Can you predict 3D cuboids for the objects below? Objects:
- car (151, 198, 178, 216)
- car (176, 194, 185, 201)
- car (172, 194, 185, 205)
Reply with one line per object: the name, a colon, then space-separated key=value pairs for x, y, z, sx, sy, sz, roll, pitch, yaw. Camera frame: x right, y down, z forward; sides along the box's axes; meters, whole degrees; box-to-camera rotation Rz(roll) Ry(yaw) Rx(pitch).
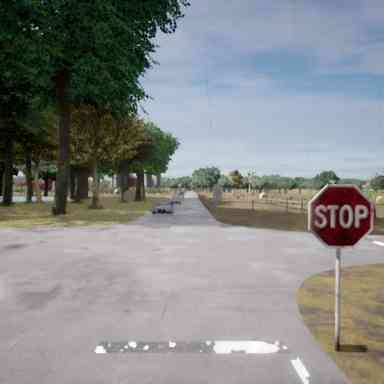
car: x=-2.741 y=1.564 z=32.217 sx=1.994 sy=1.385 sz=4.181 roll=0 pitch=1 yaw=0
car: x=-2.726 y=1.256 z=81.403 sx=2.128 sy=1.511 sz=4.902 roll=0 pitch=0 yaw=0
car: x=-2.733 y=1.450 z=55.892 sx=2.033 sy=1.411 sz=5.357 roll=0 pitch=0 yaw=0
